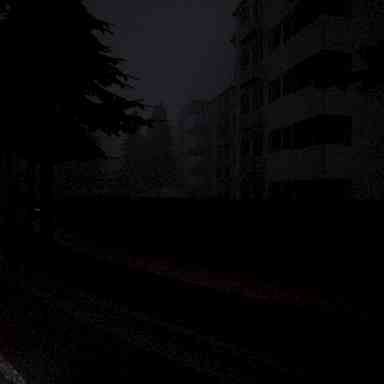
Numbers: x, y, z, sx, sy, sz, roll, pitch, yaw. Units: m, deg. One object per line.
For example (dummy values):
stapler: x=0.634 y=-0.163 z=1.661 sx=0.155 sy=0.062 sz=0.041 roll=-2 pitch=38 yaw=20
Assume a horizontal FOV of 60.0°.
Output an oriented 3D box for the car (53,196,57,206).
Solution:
car: x=-19.145 y=1.352 z=49.160 sx=2.097 sy=1.767 sz=4.553 roll=0 pitch=0 yaw=16

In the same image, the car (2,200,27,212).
car: x=-20.175 y=1.564 z=38.800 sx=1.994 sy=1.385 sz=4.181 roll=0 pitch=0 yaw=2
